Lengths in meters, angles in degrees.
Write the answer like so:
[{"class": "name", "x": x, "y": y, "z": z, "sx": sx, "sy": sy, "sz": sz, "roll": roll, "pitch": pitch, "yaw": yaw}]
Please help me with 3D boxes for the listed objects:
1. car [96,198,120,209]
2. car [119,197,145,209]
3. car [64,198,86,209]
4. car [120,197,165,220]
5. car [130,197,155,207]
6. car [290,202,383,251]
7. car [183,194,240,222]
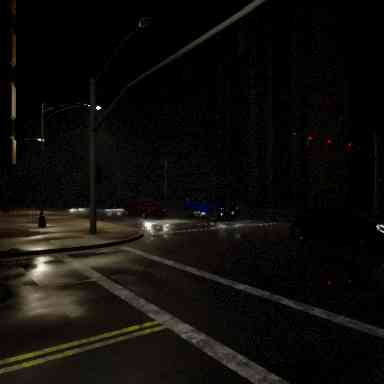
[{"class": "car", "x": -11.313, "y": 1.547, "z": 44.747, "sx": 2.033, "sy": 1.411, "sz": 5.357, "roll": 0, "pitch": 0, "yaw": -36}, {"class": "car", "x": -8.527, "y": 1.526, "z": 47.086, "sx": 1.812, "sy": 1.442, "sz": 4.674, "roll": 0, "pitch": 0, "yaw": -36}, {"class": "car", "x": -15.989, "y": 1.564, "z": 45.251, "sx": 1.994, "sy": 1.385, "sz": 4.181, "roll": 0, "pitch": 0, "yaw": -36}, {"class": "car", "x": -4.166, "y": 1.478, "z": 28.946, "sx": 1.882, "sy": 1.535, "sz": 5.008, "roll": 0, "pitch": 0, "yaw": -36}, {"class": "car", "x": -7.830, "y": 1.526, "z": 52.079, "sx": 1.812, "sy": 1.442, "sz": 4.674, "roll": 0, "pitch": 0, "yaw": -37}, {"class": "car", "x": 6.561, "y": 1.352, "z": 14.250, "sx": 2.097, "sy": 1.767, "sz": 4.553, "roll": 0, "pitch": 0, "yaw": -36}, {"class": "car", "x": 1.432, "y": 1.221, "z": 27.224, "sx": 2.150, "sy": 2.045, "sz": 5.566, "roll": 0, "pitch": 0, "yaw": -36}]
